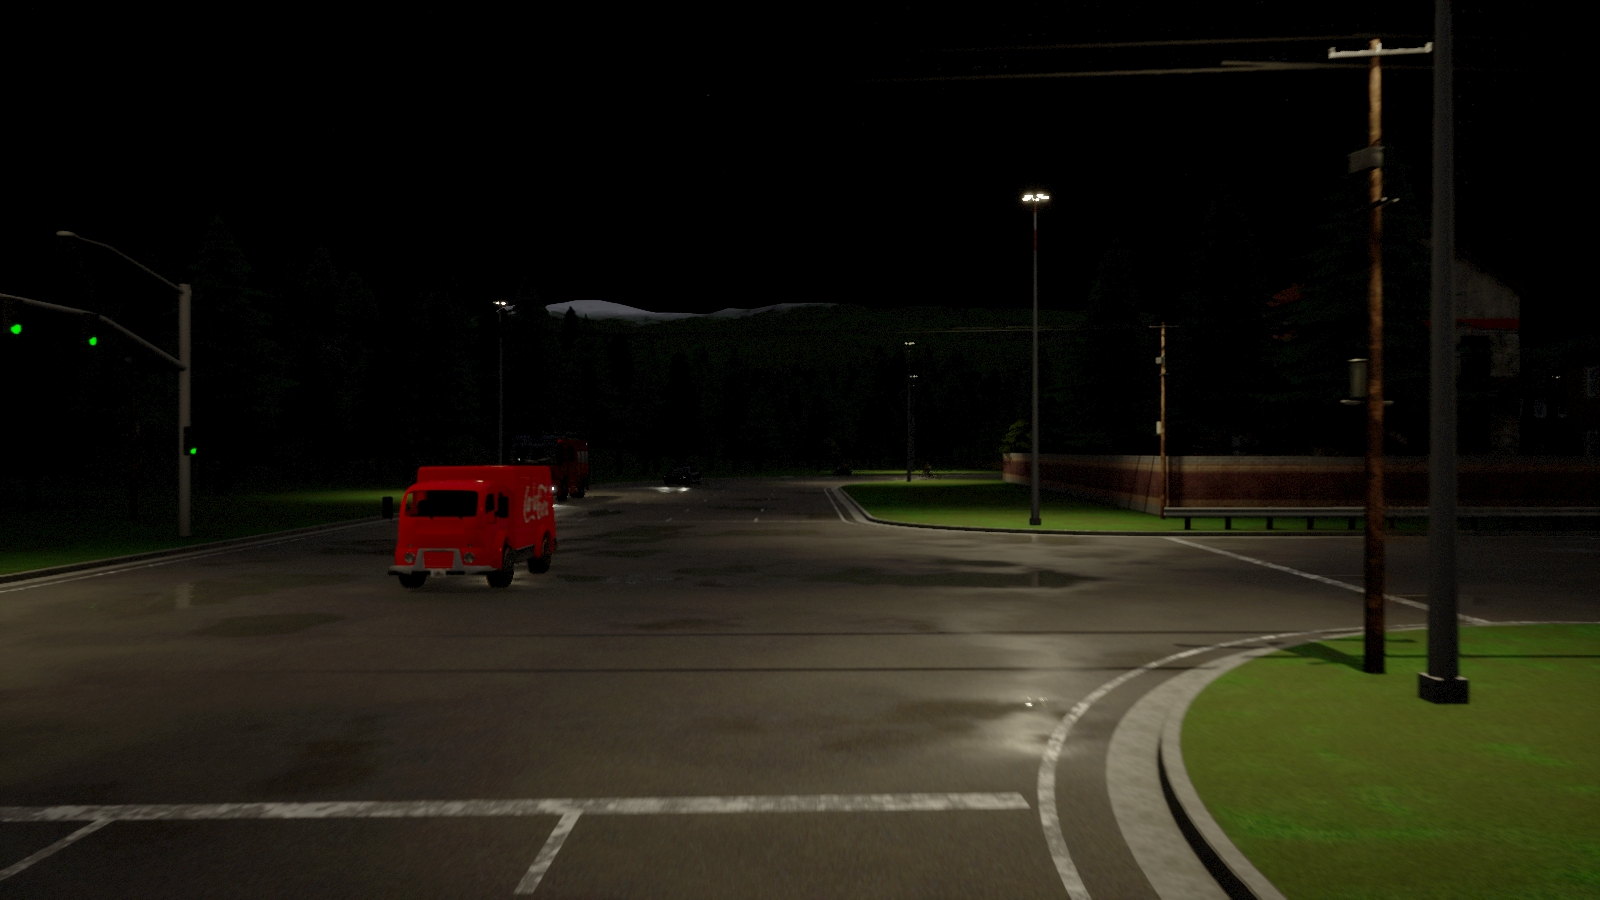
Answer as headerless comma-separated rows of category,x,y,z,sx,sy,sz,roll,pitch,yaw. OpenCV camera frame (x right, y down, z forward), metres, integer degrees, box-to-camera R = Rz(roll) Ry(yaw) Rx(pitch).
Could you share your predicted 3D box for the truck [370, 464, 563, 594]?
truck,-6.994,1.570,24.728,2.627,2.467,5.204,0,0,0
